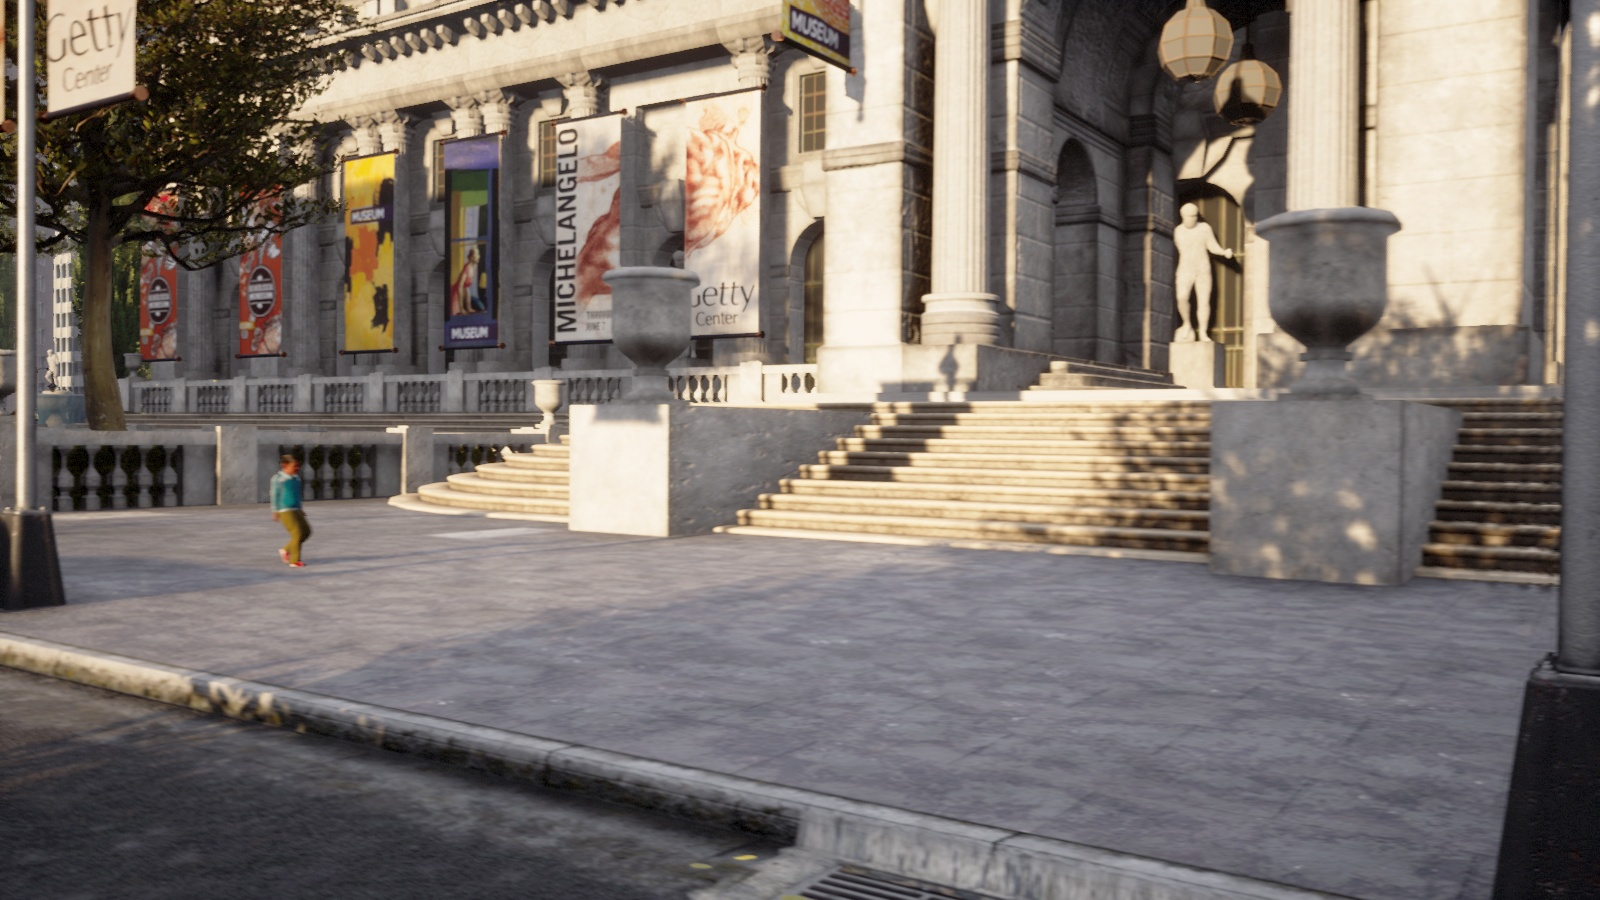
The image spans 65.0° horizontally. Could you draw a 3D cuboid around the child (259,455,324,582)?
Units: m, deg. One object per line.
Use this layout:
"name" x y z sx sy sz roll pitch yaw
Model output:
"child" -4.860 0.648 12.011 0.448 1.192 0.343 0 1 12
